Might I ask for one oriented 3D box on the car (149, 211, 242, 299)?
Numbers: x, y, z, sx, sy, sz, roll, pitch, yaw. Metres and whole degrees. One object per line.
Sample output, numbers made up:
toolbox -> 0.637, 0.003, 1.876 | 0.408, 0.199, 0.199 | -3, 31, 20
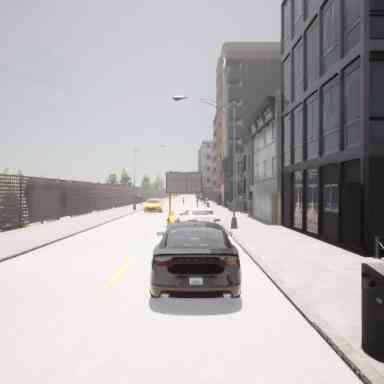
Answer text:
car -> 0.072, 1.477, 8.539 | 1.882, 1.535, 5.008 | 0, 0, 0

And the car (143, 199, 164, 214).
car -> -4.114, 1.473, 36.084 | 1.882, 1.535, 5.008 | 0, 0, 0

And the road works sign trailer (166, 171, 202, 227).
road works sign trailer -> -0.566, 0.462, 21.387 | 2.380, 3.560, 2.880 | 0, 0, -17

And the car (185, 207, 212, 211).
car -> 0.348, 1.539, 17.892 | 1.812, 1.442, 4.674 | 0, -1, -8
